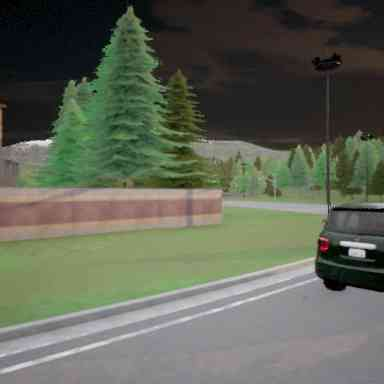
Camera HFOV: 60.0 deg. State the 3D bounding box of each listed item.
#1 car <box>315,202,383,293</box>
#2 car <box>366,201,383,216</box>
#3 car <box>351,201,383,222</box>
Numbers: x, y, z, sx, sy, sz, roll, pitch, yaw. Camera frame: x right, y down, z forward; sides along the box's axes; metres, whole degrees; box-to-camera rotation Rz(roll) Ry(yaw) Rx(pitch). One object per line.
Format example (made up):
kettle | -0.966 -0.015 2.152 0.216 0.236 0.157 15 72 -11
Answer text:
car | 5.131 1.253 8.145 5.566 2.045 2.150 0 0 -42
car | 19.606 1.667 32.709 2.033 1.411 5.357 0 0 -2
car | 15.658 1.603 28.621 2.128 1.511 4.902 0 0 8
